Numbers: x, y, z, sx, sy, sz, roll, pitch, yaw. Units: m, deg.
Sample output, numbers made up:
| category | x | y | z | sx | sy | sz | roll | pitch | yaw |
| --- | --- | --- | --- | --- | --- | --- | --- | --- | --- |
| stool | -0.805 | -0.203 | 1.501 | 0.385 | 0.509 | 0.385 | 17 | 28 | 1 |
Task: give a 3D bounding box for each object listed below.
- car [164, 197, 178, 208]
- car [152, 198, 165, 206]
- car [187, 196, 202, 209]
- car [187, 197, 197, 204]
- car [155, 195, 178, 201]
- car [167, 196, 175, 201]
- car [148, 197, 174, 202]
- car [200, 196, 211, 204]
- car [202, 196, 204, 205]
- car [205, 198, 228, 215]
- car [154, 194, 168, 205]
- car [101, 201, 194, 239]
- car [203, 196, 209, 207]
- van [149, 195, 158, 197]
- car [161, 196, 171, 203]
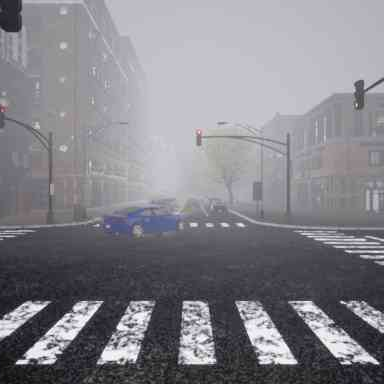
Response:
| category | x | y | z | sx | sy | sz | roll | pitch | yaw |
| --- | --- | --- | --- | --- | --- | --- | --- | --- | --- |
| car | -3.091 | 1.583 | 50.386 | 1.812 | 1.442 | 4.674 | 0 | 0 | 0 |
| car | -5.697 | 1.651 | 56.418 | 1.802 | 1.307 | 4.206 | 0 | 0 | 0 |
| car | 0.096 | 1.650 | 45.988 | 1.895 | 1.301 | 4.718 | 0 | 0 | 0 |
| car | 0.054 | 1.659 | 66.984 | 1.994 | 1.385 | 4.181 | 0 | 0 | 0 |
| car | -3.097 | 1.518 | 40.288 | 1.882 | 1.535 | 5.008 | 0 | 0 | 0 |
| car | -5.701 | 1.687 | 90.429 | 1.752 | 1.417 | 4.829 | 0 | 0 | 0 |
| car | -3.104 | 1.516 | 30.840 | 2.128 | 1.511 | 4.902 | 0 | 0 | 0 |
| car | 2.683 | 1.537 | 67.811 | 1.967 | 1.590 | 4.097 | 0 | 0 | 0 |
| car | 2.685 | 1.488 | 45.023 | 1.967 | 1.590 | 4.097 | 0 | 0 | 0 |
| car | 2.686 | 1.580 | 33.630 | 2.008 | 1.369 | 4.403 | 0 | 0 | 0 |
| car | -5.698 | 1.397 | 62.115 | 2.192 | 1.841 | 5.009 | 0 | 0 | 0 |
| car | -2.378 | 1.485 | 17.629 | 1.882 | 1.535 | 5.008 | 1 | 1 | 41 |
| car | 2.686 | 1.479 | 39.327 | 1.967 | 1.590 | 4.097 | 0 | 0 | 0 |
| van | -5.697 | 1.399 | 50.721 | 1.690 | 1.788 | 3.998 | 0 | 0 | 0 |
| car | -5.698 | 1.663 | 73.508 | 2.008 | 1.369 | 4.403 | 0 | 0 | 0 |
